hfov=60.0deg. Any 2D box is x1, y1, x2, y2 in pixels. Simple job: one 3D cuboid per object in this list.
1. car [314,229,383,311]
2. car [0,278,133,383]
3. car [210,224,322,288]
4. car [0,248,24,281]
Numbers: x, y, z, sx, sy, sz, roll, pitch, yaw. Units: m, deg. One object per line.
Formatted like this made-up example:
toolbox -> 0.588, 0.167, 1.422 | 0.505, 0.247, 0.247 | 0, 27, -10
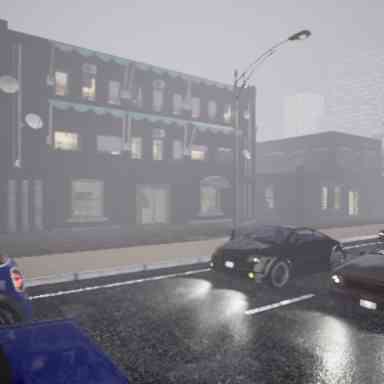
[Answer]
car -> 5.308, 1.643, 7.473 | 5.357, 1.411, 2.033 | 1, 0, -35
car -> -2.727, 1.587, 1.741 | 4.718, 1.301, 1.895 | 1, 0, -35
car -> 2.547, 1.648, 9.506 | 4.181, 1.385, 1.994 | 1, 0, -36
car -> -4.688, 1.336, 4.380 | 4.553, 1.767, 2.097 | 1, 0, -34
